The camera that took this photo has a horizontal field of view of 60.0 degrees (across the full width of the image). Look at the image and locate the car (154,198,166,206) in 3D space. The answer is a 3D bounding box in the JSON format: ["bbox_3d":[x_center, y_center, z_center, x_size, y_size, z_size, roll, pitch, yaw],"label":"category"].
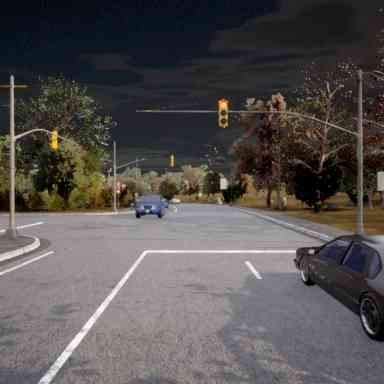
[{"bbox_3d":[-6.282,1.928,64.059,1.882,1.535,5.008,0,-2,-10],"label":"car"}]

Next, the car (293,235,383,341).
[{"bbox_3d":[3.610,1.547,6.425,2.033,1.411,5.357,0,0,0],"label":"car"}]

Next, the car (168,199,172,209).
[{"bbox_3d":[-4.183,1.605,46.492,2.128,1.511,4.902,0,-1,-4],"label":"car"}]

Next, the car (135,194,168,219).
[{"bbox_3d":[-3.618,1.224,29.552,2.150,2.045,5.566,0,0,-1],"label":"car"}]

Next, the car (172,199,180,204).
[{"bbox_3d":[-4.416,2.364,83.277,1.812,1.442,4.674,0,-1,-22],"label":"car"}]

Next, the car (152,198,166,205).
[{"bbox_3d":[-8.285,2.353,83.477,1.882,1.535,5.008,0,-1,-25],"label":"car"}]
